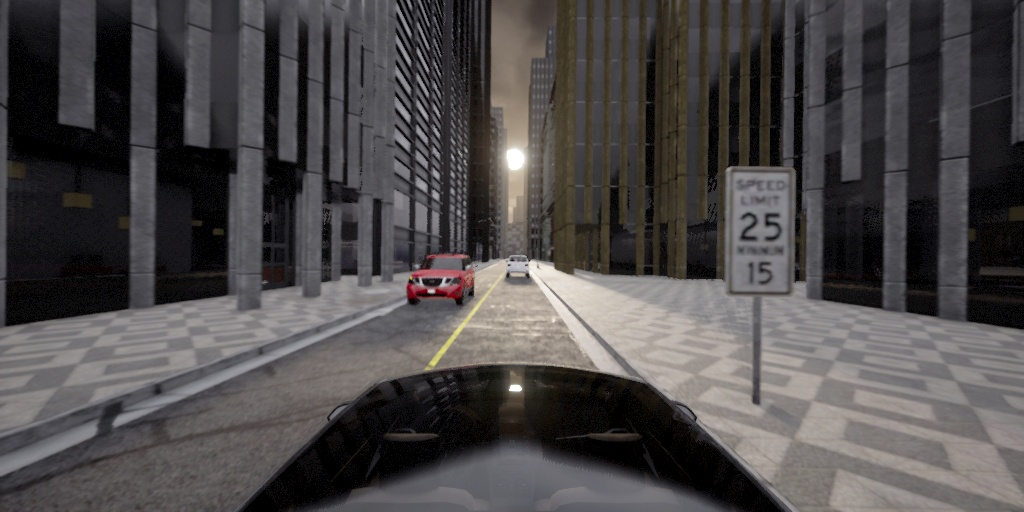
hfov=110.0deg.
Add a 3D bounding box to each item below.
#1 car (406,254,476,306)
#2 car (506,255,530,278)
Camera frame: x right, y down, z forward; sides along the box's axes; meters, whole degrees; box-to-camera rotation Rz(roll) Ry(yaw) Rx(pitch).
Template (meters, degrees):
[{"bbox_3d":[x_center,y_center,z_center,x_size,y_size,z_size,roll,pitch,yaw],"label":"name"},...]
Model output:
[{"bbox_3d":[-2.907,0.928,15.880,2.150,2.045,5.566,1,0,1],"label":"car"},{"bbox_3d":[0.563,0.955,34.640,2.150,2.045,5.566,1,0,1],"label":"car"}]
